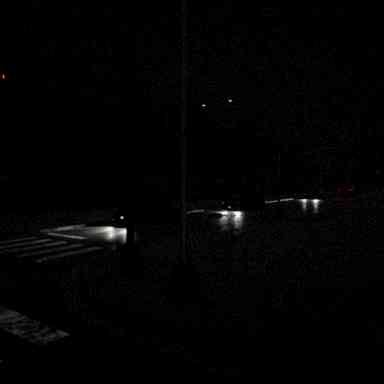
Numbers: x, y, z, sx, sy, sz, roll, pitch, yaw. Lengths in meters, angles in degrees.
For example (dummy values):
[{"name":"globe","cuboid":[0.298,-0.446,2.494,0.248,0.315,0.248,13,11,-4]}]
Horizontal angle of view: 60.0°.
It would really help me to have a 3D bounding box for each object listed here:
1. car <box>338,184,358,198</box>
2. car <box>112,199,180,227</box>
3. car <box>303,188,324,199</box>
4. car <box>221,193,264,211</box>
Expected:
[{"name":"car","cuboid":[24.361,-0.220,51.971,2.150,2.045,5.566,0,2,35]},{"name":"car","cuboid":[-2.546,1.117,19.113,1.994,1.385,4.181,0,2,35]},{"name":"car","cuboid":[17.175,0.232,46.788,1.837,1.490,4.892,0,1,36]},{"name":"car","cuboid":[4.572,0.782,29.157,2.033,1.411,5.357,0,2,35]}]
